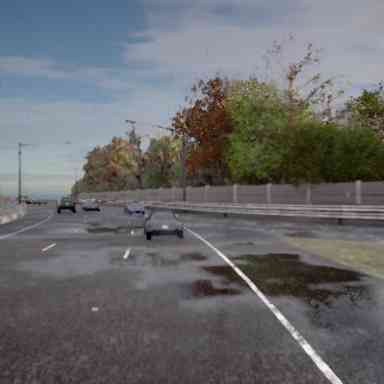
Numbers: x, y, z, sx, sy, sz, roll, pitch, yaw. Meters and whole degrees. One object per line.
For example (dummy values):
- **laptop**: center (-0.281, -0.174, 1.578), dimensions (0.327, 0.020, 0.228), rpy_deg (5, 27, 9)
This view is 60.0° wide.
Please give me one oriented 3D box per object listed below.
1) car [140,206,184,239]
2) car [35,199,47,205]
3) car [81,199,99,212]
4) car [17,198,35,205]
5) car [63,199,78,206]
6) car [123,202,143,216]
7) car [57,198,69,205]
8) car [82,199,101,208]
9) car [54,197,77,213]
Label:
- **car**: center (-1.670, 1.720, 18.500), dimensions (1.994, 1.385, 4.181), rpy_deg (0, 0, -10)
- **car**: center (-35.388, 2.255, 77.359), dimensions (4.181, 1.385, 1.994), rpy_deg (-1, -1, 43)
- **car**: center (-14.672, 2.054, 47.887), dimensions (1.994, 1.385, 4.181), rpy_deg (0, -1, -26)
- **car**: center (-37.888, 2.205, 74.908), dimensions (4.892, 1.490, 1.837), rpy_deg (-1, -1, 43)
- **car**: center (-26.937, 2.268, 73.709), dimensions (1.882, 1.535, 5.008), rpy_deg (0, -1, -35)
- **car**: center (-6.651, 1.896, 38.047), dimensions (2.033, 1.411, 5.357), rpy_deg (0, 0, -20)
- **car**: center (-30.985, 2.184, 79.613), dimensions (1.837, 1.490, 4.892), rpy_deg (0, -1, -32)
- **car**: center (-18.918, 2.132, 62.556), dimensions (2.128, 1.511, 4.902), rpy_deg (0, -1, -34)
- **car**: center (-17.071, 1.709, 44.992), dimensions (2.150, 2.045, 5.566), rpy_deg (0, -1, -25)
